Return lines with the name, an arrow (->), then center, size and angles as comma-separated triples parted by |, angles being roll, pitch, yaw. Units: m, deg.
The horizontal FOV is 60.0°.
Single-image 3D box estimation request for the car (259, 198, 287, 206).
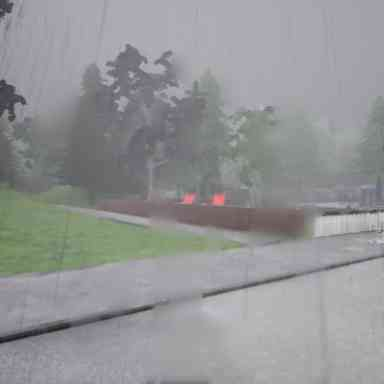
car -> 13.099, 1.719, 53.786 | 2.128, 1.511, 4.902 | 0, 0, -36
